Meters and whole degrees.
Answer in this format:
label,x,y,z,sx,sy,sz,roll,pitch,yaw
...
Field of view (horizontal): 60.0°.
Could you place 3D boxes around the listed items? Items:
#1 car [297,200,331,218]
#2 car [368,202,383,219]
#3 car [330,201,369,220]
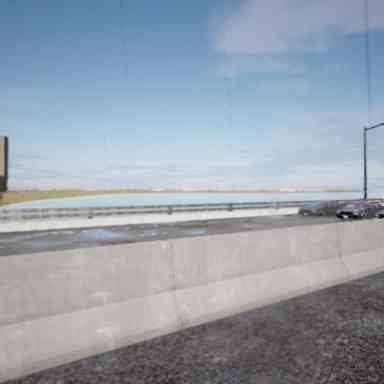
label,x,y,z,sx,sy,sz,roll,pitch,yaw
car,11.655,1.459,29.316,5.357,1.411,2.033,0,0,-35
car,14.705,1.464,22.912,5.357,1.411,2.033,0,0,-35
car,13.688,1.459,26.467,5.357,1.411,2.033,0,0,-35
